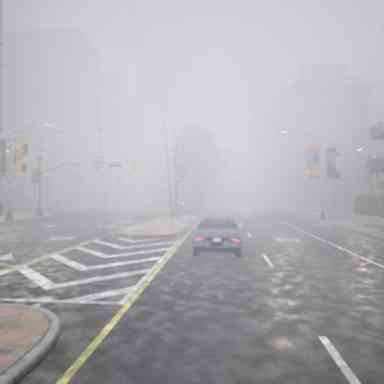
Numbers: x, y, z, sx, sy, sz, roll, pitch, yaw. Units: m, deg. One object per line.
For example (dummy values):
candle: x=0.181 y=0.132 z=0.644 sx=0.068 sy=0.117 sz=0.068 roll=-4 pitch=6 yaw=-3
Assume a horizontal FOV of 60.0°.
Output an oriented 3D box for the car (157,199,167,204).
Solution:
car: x=-7.599 y=2.348 z=84.361 sx=1.895 sy=1.301 sz=4.718 roll=0 pitch=-1 yaw=5

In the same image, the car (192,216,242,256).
car: x=1.051 y=1.680 z=13.676 sx=2.033 sy=1.411 sz=5.357 roll=0 pitch=-1 yaw=5

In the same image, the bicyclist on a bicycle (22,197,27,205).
bicyclist on a bicycle: x=-32.035 y=1.760 z=63.718 sx=0.582 sy=1.620 sz=1.656 roll=0 pitch=0 yaw=5
